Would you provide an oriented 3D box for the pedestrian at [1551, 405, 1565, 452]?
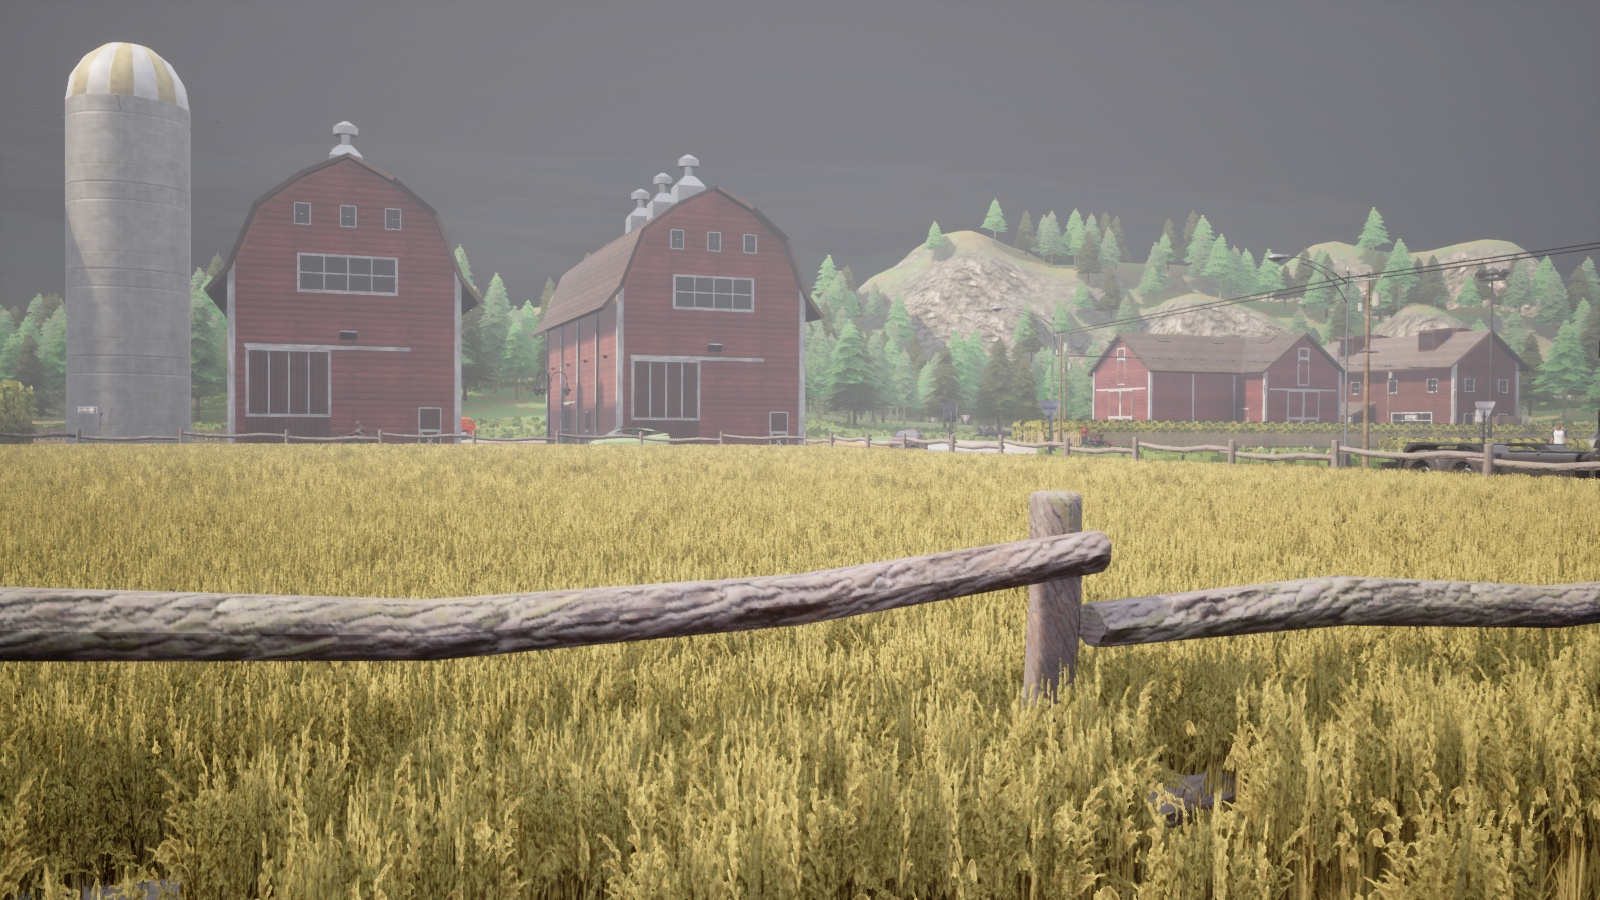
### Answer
[{"bbox_3d":[30.248,-0.857,50.090,0.354,1.836,0.706,0,1,41],"label":"pedestrian"}]

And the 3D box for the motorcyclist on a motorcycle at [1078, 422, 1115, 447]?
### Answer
[{"bbox_3d":[20.293,-1.055,86.064,2.350,1.649,0.766,-1,1,-6],"label":"motorcyclist on a motorcycle"}]

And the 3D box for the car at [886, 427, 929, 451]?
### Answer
[{"bbox_3d":[6.860,-0.733,79.585,1.812,1.442,4.674,-1,1,16],"label":"car"}]

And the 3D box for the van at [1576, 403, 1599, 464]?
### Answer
[{"bbox_3d":[28.076,-0.576,41.557,4.442,1.987,1.775,-1,1,-22],"label":"van"}]

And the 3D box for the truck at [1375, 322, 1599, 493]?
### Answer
[{"bbox_3d":[16.877,-0.900,27.619,2.891,3.462,7.936,-1,1,-21],"label":"truck"}]

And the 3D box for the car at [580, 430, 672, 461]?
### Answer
[{"bbox_3d":[-9.129,-0.267,65.827,4.514,1.525,2.007,-1,1,-18],"label":"car"}]
